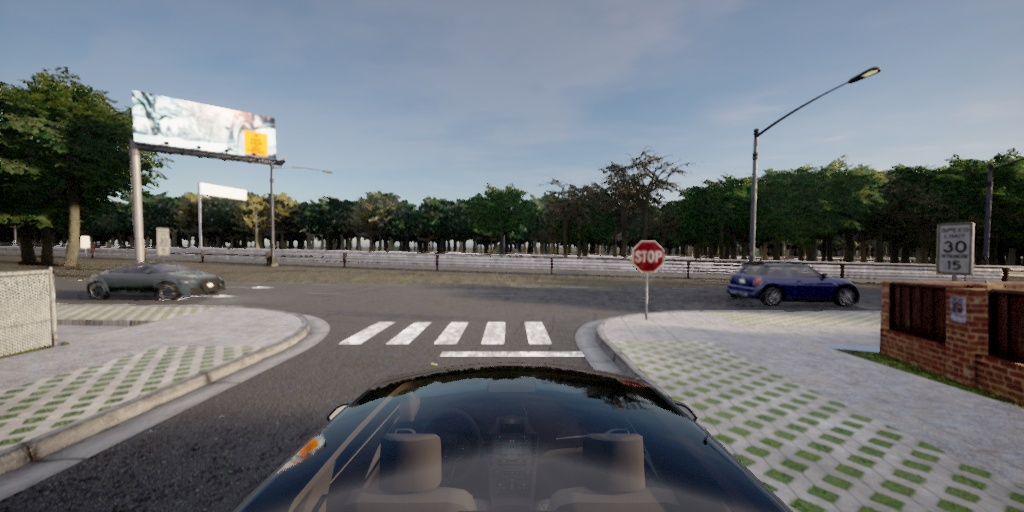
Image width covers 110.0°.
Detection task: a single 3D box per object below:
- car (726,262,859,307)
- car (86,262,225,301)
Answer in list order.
[{"bbox_3d":[11.611,1.076,14.934,4.553,1.767,2.097,1,2,-4],"label":"car"},{"bbox_3d":[-13.966,0.943,14.209,4.181,1.385,1.994,1,2,0],"label":"car"}]
